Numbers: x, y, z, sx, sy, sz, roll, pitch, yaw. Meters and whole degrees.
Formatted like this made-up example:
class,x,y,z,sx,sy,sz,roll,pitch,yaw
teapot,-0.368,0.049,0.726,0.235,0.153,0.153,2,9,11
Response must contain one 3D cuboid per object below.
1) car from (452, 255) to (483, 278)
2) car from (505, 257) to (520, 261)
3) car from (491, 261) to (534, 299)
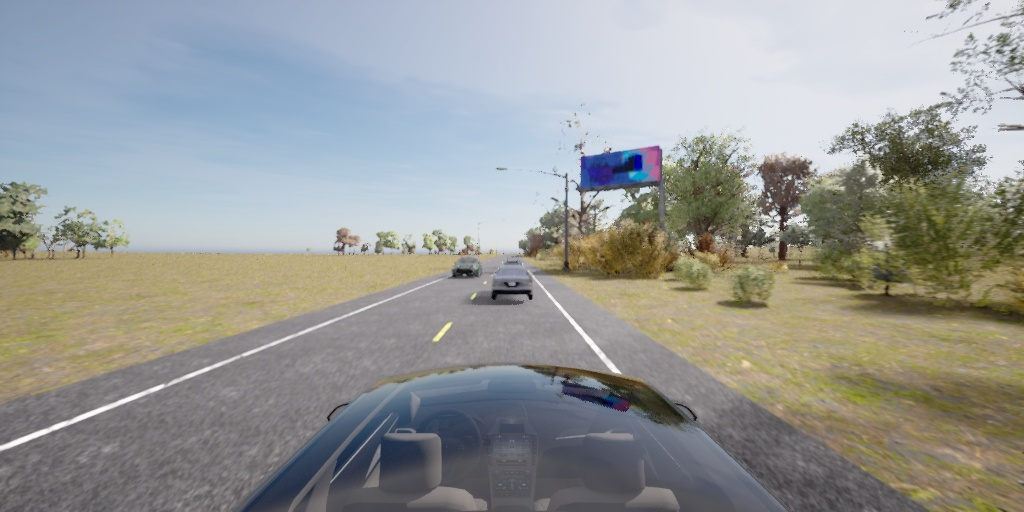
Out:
class,x,y,z,sx,sy,sz,roll,pitch,yaw
car,-3.521,0.807,28.993,2.097,1.767,4.553,0,1,0
car,0.087,0.862,36.731,2.128,1.511,4.902,0,1,0
car,0.038,1.134,16.848,2.033,1.411,5.357,0,1,1
